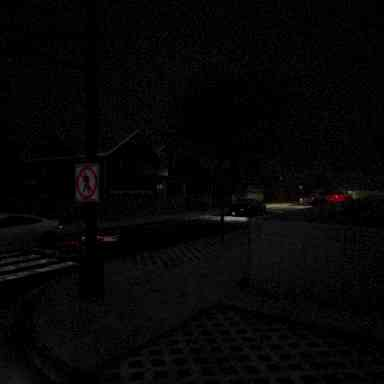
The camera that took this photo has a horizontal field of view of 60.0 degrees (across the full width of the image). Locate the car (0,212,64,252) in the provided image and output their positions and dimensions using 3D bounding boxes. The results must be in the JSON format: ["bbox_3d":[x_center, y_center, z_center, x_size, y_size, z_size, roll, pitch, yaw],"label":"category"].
[{"bbox_3d":[-6.846,1.481,11.811,1.812,1.442,4.674,0,0,34],"label":"car"}]

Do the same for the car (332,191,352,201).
[{"bbox_3d":[21.892,0.800,48.704,2.150,2.045,5.566,0,1,38],"label":"car"}]

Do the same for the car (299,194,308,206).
[{"bbox_3d":[16.561,0.972,46.175,2.097,1.767,4.553,0,1,36],"label":"car"}]

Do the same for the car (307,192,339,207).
[{"bbox_3d":[16.044,1.143,40.542,1.882,1.535,5.008,0,1,35],"label":"car"}]

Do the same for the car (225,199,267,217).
[{"bbox_3d":[4.861,1.336,29.212,2.033,1.411,5.357,0,1,34],"label":"car"}]
